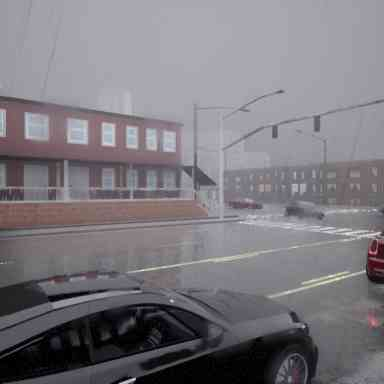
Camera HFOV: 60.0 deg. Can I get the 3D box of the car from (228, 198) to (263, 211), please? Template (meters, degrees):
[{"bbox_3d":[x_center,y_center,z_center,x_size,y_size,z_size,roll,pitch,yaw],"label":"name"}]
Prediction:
[{"bbox_3d":[6.533,1.477,41.018,1.882,1.535,5.008,0,0,-36],"label":"car"}]

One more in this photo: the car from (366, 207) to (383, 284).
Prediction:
[{"bbox_3d":[6.428,1.352,8.392,4.553,1.767,2.097,0,0,-35],"label":"car"}]

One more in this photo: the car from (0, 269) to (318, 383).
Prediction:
[{"bbox_3d":[-0.770,1.526,3.205,4.674,1.442,1.812,0,0,-35],"label":"car"}]

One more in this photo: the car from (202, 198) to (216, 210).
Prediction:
[{"bbox_3d":[1.081,1.504,42.613,1.837,1.490,4.892,0,0,-35],"label":"car"}]

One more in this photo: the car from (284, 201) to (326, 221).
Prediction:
[{"bbox_3d":[9.216,1.507,27.495,1.837,1.490,4.892,2,-1,-5],"label":"car"}]

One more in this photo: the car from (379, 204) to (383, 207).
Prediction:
[{"bbox_3d":[18.931,1.505,28.796,4.892,1.490,1.837,0,1,26],"label":"car"}]
